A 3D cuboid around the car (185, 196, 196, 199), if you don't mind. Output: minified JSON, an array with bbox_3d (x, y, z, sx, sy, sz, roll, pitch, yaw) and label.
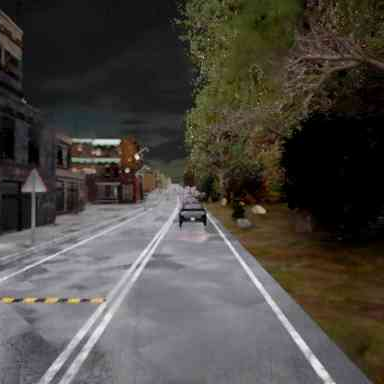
[{"bbox_3d":[-0.219,1.327,42.379,2.097,1.767,4.553,0,0,-1],"label":"car"}]

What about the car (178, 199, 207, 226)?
[{"bbox_3d":[0.038,1.495,23.444,2.128,1.511,4.902,0,0,0],"label":"car"}]
